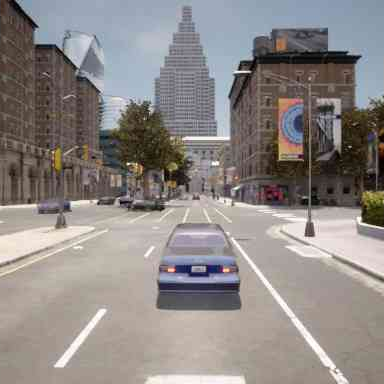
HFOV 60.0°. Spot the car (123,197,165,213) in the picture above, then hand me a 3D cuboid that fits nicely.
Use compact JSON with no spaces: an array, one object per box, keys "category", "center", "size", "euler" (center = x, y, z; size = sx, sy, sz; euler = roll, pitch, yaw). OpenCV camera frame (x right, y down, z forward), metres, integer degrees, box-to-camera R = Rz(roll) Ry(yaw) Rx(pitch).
[{"category":"car","center":[-5.255,1.601,37.407],"size":[4.718,1.301,1.895],"euler":[0,0,40]}]

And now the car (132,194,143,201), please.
[{"category":"car","center":[-13.910,1.355,84.992],"size":[2.097,1.767,4.553],"euler":[0,0,1]}]

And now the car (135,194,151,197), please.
[{"category":"car","center":[-10.594,1.478,70.884],"size":[1.882,1.535,5.008],"euler":[0,0,1]}]

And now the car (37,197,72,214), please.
[{"category":"car","center":[-14.655,1.352,35.650],"size":[2.097,1.767,4.553],"euler":[0,0,1]}]

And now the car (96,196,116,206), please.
[{"category":"car","center":[-14.384,1.563,55.231],"size":[1.994,1.385,4.181],"euler":[0,0,1]}]

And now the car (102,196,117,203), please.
[{"category":"car","center":[-17.357,1.595,69.885],"size":[1.895,1.301,4.718],"euler":[0,0,1]}]

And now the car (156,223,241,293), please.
[{"category":"car","center":[0.176,1.547,8.984],"size":[2.033,1.411,5.357],"euler":[0,0,1]}]

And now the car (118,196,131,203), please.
[{"category":"car","center":[-14.108,1.595,69.769],"size":[1.895,1.301,4.718],"euler":[0,0,1]}]

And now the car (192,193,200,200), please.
[{"category":"car","center":[1.158,1.350,90.063],"size":[2.097,1.767,4.553],"euler":[0,0,1]}]

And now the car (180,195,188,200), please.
[{"category":"car","center":[-2.342,1.519,90.138],"size":[1.812,1.442,4.674],"euler":[0,0,1]}]

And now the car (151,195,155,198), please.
[{"category":"car","center":[-10.397,1.499,85.903],"size":[1.837,1.490,4.892],"euler":[0,0,1]}]

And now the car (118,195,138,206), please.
[{"category":"car","center":[-10.879,1.601,55.722],"size":[1.895,1.301,4.718],"euler":[0,0,1]}]
